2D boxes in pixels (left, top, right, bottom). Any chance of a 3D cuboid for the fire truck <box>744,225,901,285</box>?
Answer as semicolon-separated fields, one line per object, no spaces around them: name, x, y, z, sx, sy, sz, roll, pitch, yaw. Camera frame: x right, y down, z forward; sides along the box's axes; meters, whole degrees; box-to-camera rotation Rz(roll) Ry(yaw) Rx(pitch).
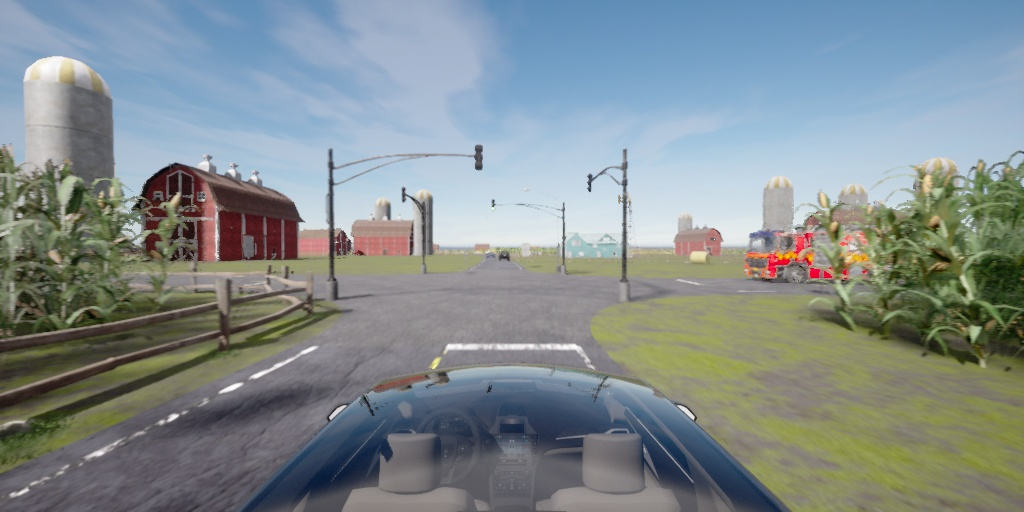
fire truck;20.743;-0.101;24.257;8.468;3.827;2.891;0;1;0
